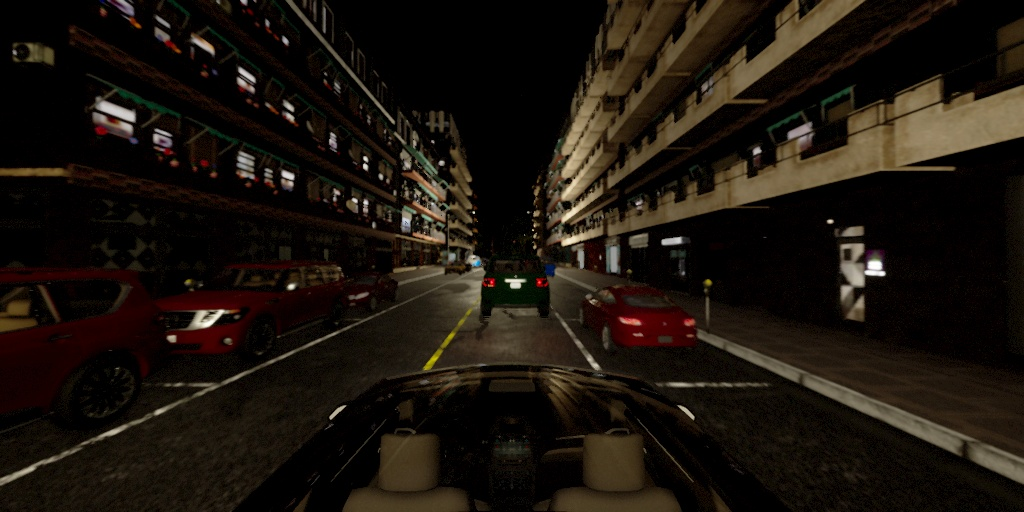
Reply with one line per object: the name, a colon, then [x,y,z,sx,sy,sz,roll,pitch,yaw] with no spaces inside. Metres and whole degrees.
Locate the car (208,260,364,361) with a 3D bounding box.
car: [-5.687,1.040,8.433,2.192,1.841,5.009,0,0,0]

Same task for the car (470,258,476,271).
car: [-5.677,1.169,41.860,1.948,1.339,4.313,0,0,0]

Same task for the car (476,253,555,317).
car: [0.104,0.930,13.068,2.150,2.045,5.566,0,0,0]

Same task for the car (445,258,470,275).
car: [-5.678,1.149,36.118,1.751,1.417,4.829,0,0,0]

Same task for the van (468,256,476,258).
van: [-5.674,0.903,53.002,1.690,1.789,3.998,0,0,0]

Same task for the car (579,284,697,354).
car: [2.693,1.308,8.391,1.802,1.307,4.207,0,0,0]

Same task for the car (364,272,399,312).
car: [-5.685,1.287,14.005,1.802,1.307,4.207,0,0,0]

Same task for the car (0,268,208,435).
car: [-5.689,1.060,2.862,2.192,1.841,5.009,0,0,0]
